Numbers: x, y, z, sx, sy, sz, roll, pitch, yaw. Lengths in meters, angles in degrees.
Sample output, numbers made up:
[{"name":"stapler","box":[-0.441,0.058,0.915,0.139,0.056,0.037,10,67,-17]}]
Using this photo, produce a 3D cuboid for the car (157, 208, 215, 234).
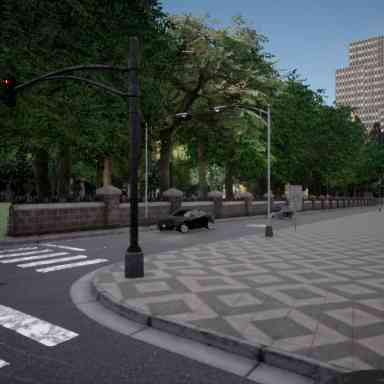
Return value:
[{"name":"car","box":[-0.304,1.883,22.728,1.882,1.535,5.008,0,-1,35]}]

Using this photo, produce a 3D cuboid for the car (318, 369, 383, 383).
[{"name":"car","box":[2.518,1.551,1.167,4.403,1.369,2.008,0,0,36]}]

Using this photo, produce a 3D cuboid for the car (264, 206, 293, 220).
[{"name":"car","box":[9.592,2.255,36.734,2.128,1.511,4.902,0,-1,35]}]
